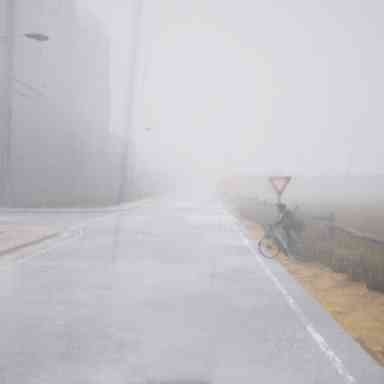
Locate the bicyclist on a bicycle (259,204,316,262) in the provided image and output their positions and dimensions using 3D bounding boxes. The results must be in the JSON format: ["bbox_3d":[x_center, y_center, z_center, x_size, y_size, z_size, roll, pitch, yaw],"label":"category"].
[{"bbox_3d":[2.729,1.162,9.588,1.656,1.620,0.582,-1,-12,33],"label":"bicyclist on a bicycle"}]
